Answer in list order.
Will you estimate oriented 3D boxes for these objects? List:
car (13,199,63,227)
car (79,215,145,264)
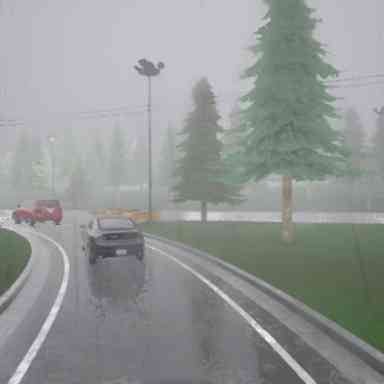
[{"bbox_3d":[-12.035,1.540,25.870,2.150,2.045,5.566,0,-1,-44],"label":"car"},{"bbox_3d":[-3.108,1.637,12.638,1.837,1.490,4.892,0,0,-22],"label":"car"}]
